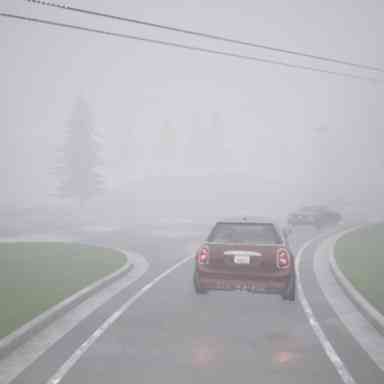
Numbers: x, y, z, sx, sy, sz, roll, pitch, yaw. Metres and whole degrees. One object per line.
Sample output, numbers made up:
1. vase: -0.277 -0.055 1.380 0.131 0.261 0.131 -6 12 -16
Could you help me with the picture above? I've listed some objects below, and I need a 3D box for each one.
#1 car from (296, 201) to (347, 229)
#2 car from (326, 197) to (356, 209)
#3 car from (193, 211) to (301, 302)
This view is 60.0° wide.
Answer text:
1. car: 8.119 1.565 21.862 2.033 1.411 5.357 0 0 40
2. car: 20.460 1.539 46.071 4.892 1.490 1.837 1 0 -26
3. car: 1.480 1.359 8.645 2.097 1.767 4.553 0 0 13
